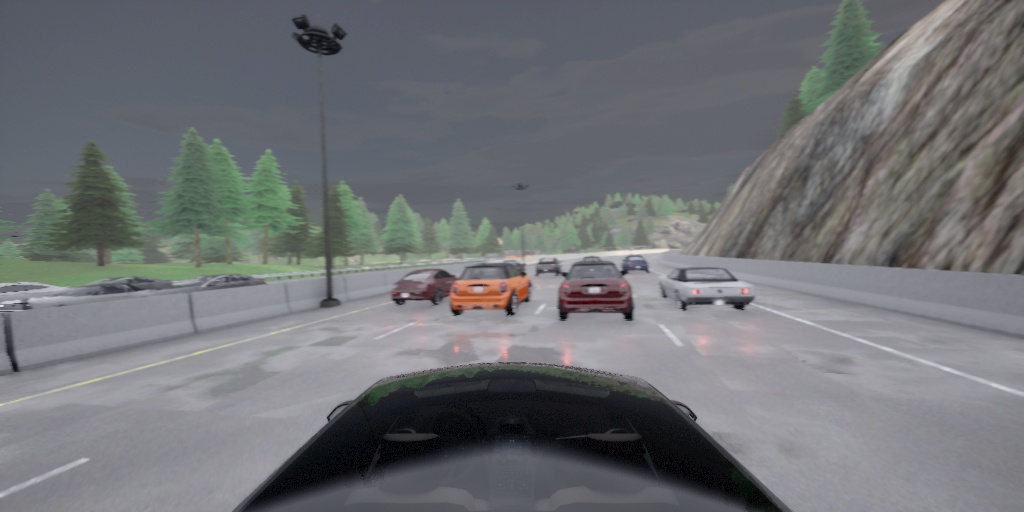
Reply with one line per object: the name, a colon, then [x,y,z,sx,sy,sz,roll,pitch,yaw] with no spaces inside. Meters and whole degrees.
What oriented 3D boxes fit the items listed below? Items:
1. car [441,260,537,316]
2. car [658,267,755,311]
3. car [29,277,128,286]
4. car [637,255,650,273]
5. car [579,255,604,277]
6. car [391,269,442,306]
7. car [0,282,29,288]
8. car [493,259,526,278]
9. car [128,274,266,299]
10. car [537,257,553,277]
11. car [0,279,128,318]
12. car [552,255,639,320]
car: [-0.590,1.020,13.194,2.097,1.767,4.553,-2,1,12]
car: [6.422,1.015,12.480,1.895,1.301,4.718,-2,1,12]
car: [-20.999,1.866,19.021,2.128,1.511,4.902,-2,1,12]
car: [10.224,0.641,29.921,1.812,1.442,4.674,-2,1,13]
car: [6.598,0.757,29.697,1.837,1.490,4.892,-2,1,13]
car: [-3.577,1.281,15.899,1.812,1.442,4.674,-2,1,12]
car: [-24.892,2.058,17.527,1.812,1.442,4.674,-2,1,12]
car: [-0.099,1.047,31.786,1.994,1.385,4.181,-2,1,13]
car: [-14.266,1.633,17.059,2.128,1.511,4.902,-2,1,12]
car: [3.165,0.865,30.375,2.128,1.511,4.902,-2,1,13]
car: [-18.172,1.901,15.545,1.895,1.301,4.718,-2,1,12]
car: [2.695,0.910,11.839,2.097,1.767,4.553,-2,0,12]
